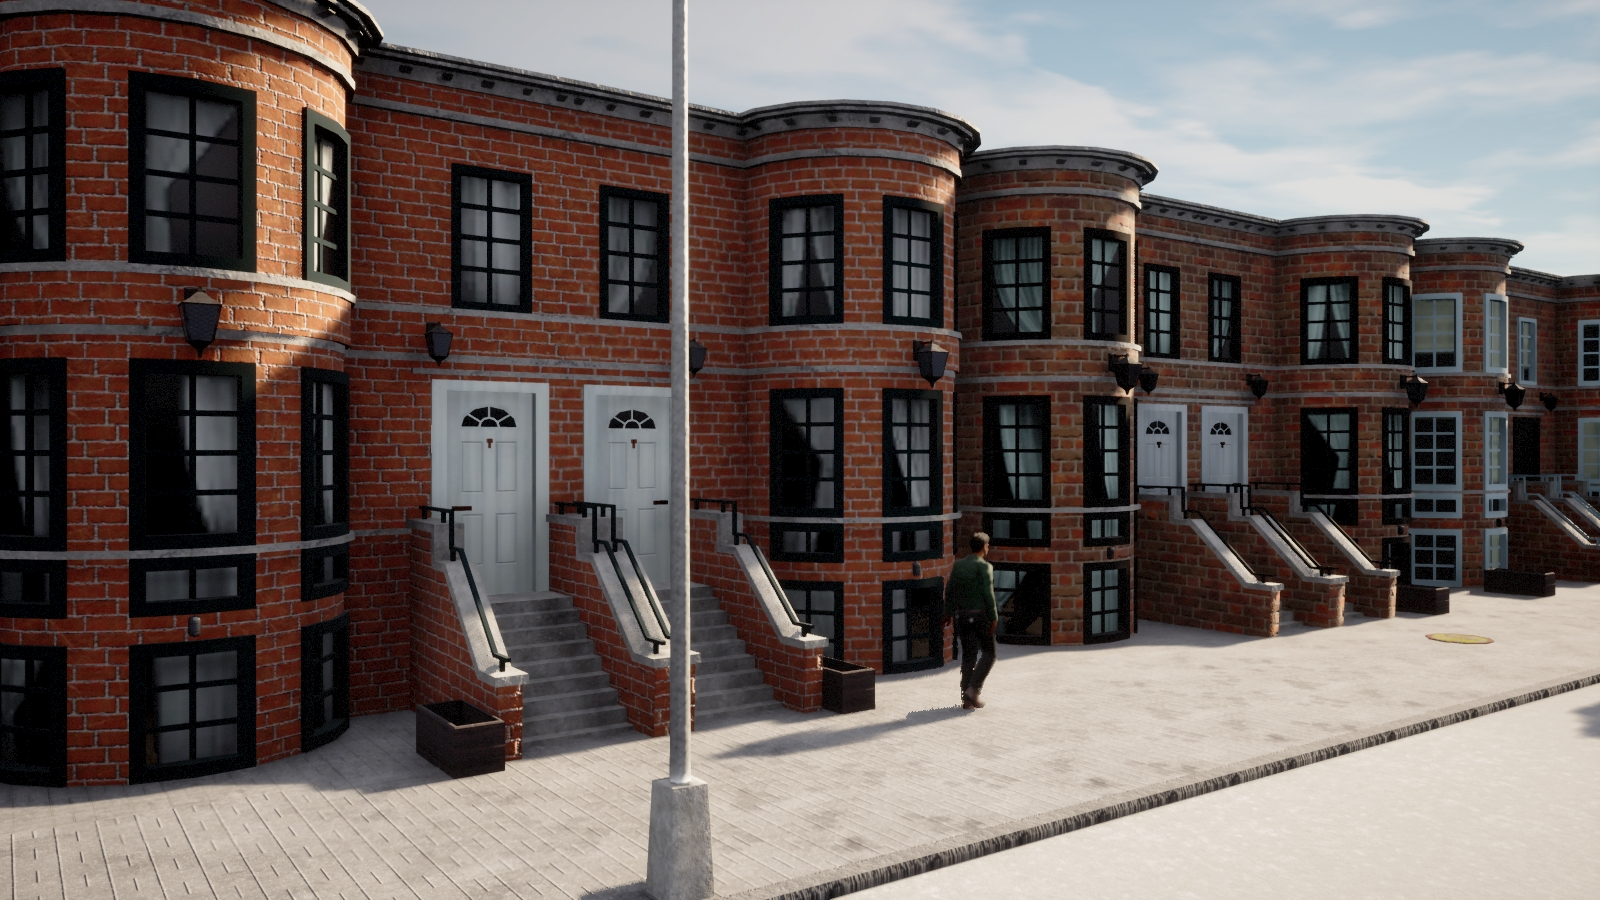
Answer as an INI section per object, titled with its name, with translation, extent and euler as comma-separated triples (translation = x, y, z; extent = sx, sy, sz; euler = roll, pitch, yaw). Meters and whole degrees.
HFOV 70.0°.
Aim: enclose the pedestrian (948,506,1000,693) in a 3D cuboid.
[pedestrian]
translation = 1.800, 1.521, 11.804
extent = 0.375, 1.860, 0.375
euler = 0, 0, -38
